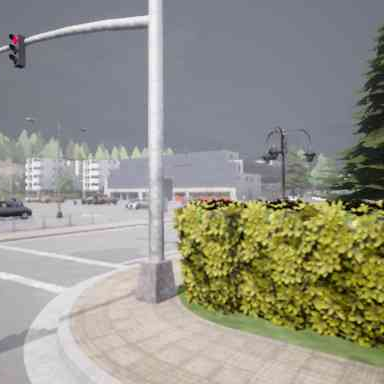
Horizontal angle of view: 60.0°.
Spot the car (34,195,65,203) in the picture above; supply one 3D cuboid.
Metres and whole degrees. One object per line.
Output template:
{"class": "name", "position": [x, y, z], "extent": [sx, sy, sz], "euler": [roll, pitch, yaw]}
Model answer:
{"class": "car", "position": [-28.300, 1.449, 67.060], "extent": [2.152, 1.636, 5.027], "euler": [0, 0, 35]}

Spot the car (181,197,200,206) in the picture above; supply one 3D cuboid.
{"class": "car", "position": [-0.096, 1.505, 47.566], "extent": [1.845, 1.501, 3.633], "euler": [0, 0, 35]}

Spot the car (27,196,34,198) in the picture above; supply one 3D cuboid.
{"class": "car", "position": [-33.736, 1.559, 70.486], "extent": [1.970, 1.475, 3.806], "euler": [0, 0, 35]}

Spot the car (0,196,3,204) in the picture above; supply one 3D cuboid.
{"class": "car", "position": [-40.786, 1.642, 66.827], "extent": [2.007, 1.523, 4.514], "euler": [0, 0, 35]}

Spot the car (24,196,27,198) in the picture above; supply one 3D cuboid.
{"class": "car", "position": [-22.935, 1.523, 41.116], "extent": [1.845, 1.501, 3.633], "euler": [0, 0, 35]}

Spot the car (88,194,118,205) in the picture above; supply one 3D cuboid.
{"class": "car", "position": [-15.220, 1.318, 58.368], "extent": [1.932, 1.855, 4.605], "euler": [0, 0, 35]}

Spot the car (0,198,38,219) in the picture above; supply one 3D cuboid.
{"class": "car", "position": [-15.062, 1.471, 26.264], "extent": [2.007, 1.523, 4.514], "euler": [0, 0, 35]}

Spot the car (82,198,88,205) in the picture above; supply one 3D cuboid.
{"class": "car", "position": [-17.834, 1.311, 59.702], "extent": [1.905, 1.878, 3.866], "euler": [0, 0, 35]}

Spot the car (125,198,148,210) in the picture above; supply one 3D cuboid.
{"class": "car", "position": [-6.802, 1.530, 43.210], "extent": [1.970, 1.475, 3.806], "euler": [0, 0, 35]}
